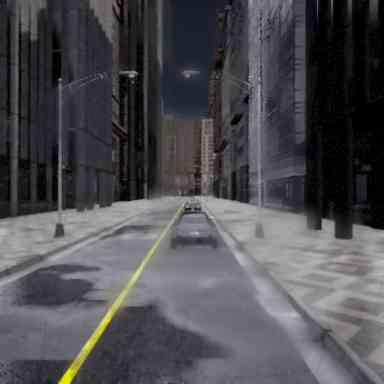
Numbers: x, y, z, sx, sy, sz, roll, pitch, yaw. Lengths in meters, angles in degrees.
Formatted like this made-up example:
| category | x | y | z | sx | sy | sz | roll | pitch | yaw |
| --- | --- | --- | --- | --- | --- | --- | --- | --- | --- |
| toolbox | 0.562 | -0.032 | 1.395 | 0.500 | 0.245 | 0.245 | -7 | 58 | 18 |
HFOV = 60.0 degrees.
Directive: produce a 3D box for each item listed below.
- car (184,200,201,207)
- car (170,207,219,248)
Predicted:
| category | x | y | z | sx | sy | sz | roll | pitch | yaw |
| --- | --- | --- | --- | --- | --- | --- | --- | --- | --- |
| car | 0.090 | 1.618 | 38.238 | 1.895 | 1.301 | 4.718 | 0 | 0 | 0 |
| car | 0.094 | 1.566 | 14.813 | 1.994 | 1.385 | 4.181 | 0 | 0 | 0 |
